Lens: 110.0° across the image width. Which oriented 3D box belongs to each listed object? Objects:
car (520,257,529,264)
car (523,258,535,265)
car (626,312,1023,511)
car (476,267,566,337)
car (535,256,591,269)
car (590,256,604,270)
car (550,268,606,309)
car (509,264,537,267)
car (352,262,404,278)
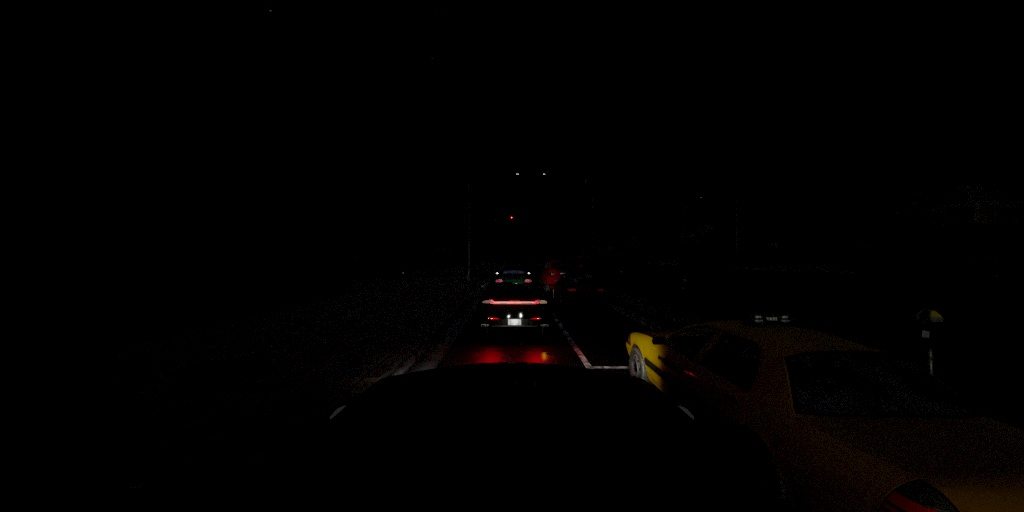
[{"bbox_3d":[2.770,1.403,62.881,1.888,1.381,4.507,0,0,0],"label":"car"},{"bbox_3d":[2.735,1.356,46.570,1.888,1.381,4.507,0,0,0],"label":"car"},{"bbox_3d":[2.643,1.276,3.963,1.751,1.417,4.829,0,0,0],"label":"car"},{"bbox_3d":[0.083,1.245,10.316,2.128,1.511,4.902,0,0,1],"label":"car"},{"bbox_3d":[2.678,1.076,20.140,2.192,1.841,5.009,0,0,0],"label":"car"},{"bbox_3d":[8.197,1.001,31.769,5.566,2.045,2.150,0,-1,0],"label":"car"},{"bbox_3d":[2.666,1.338,14.692,1.802,1.307,4.207,0,0,0],"label":"car"},{"bbox_3d":[0.066,1.325,19.261,1.994,1.385,4.181,0,0,-1],"label":"car"},{"bbox_3d":[-12.106,1.233,31.744,4.902,1.511,2.128,0,-1,0],"label":"car"}]
